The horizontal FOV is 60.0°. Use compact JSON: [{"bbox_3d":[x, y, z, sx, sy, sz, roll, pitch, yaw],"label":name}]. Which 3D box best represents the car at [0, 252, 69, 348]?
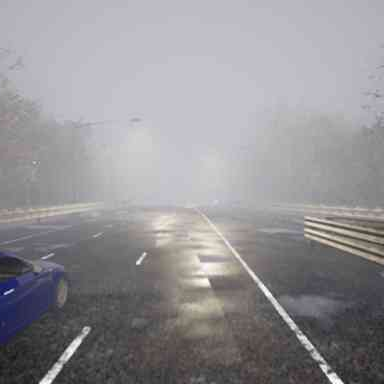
[{"bbox_3d":[-3.417,1.576,4.917,1.812,1.442,4.674,0,-1,0],"label":"car"}]
